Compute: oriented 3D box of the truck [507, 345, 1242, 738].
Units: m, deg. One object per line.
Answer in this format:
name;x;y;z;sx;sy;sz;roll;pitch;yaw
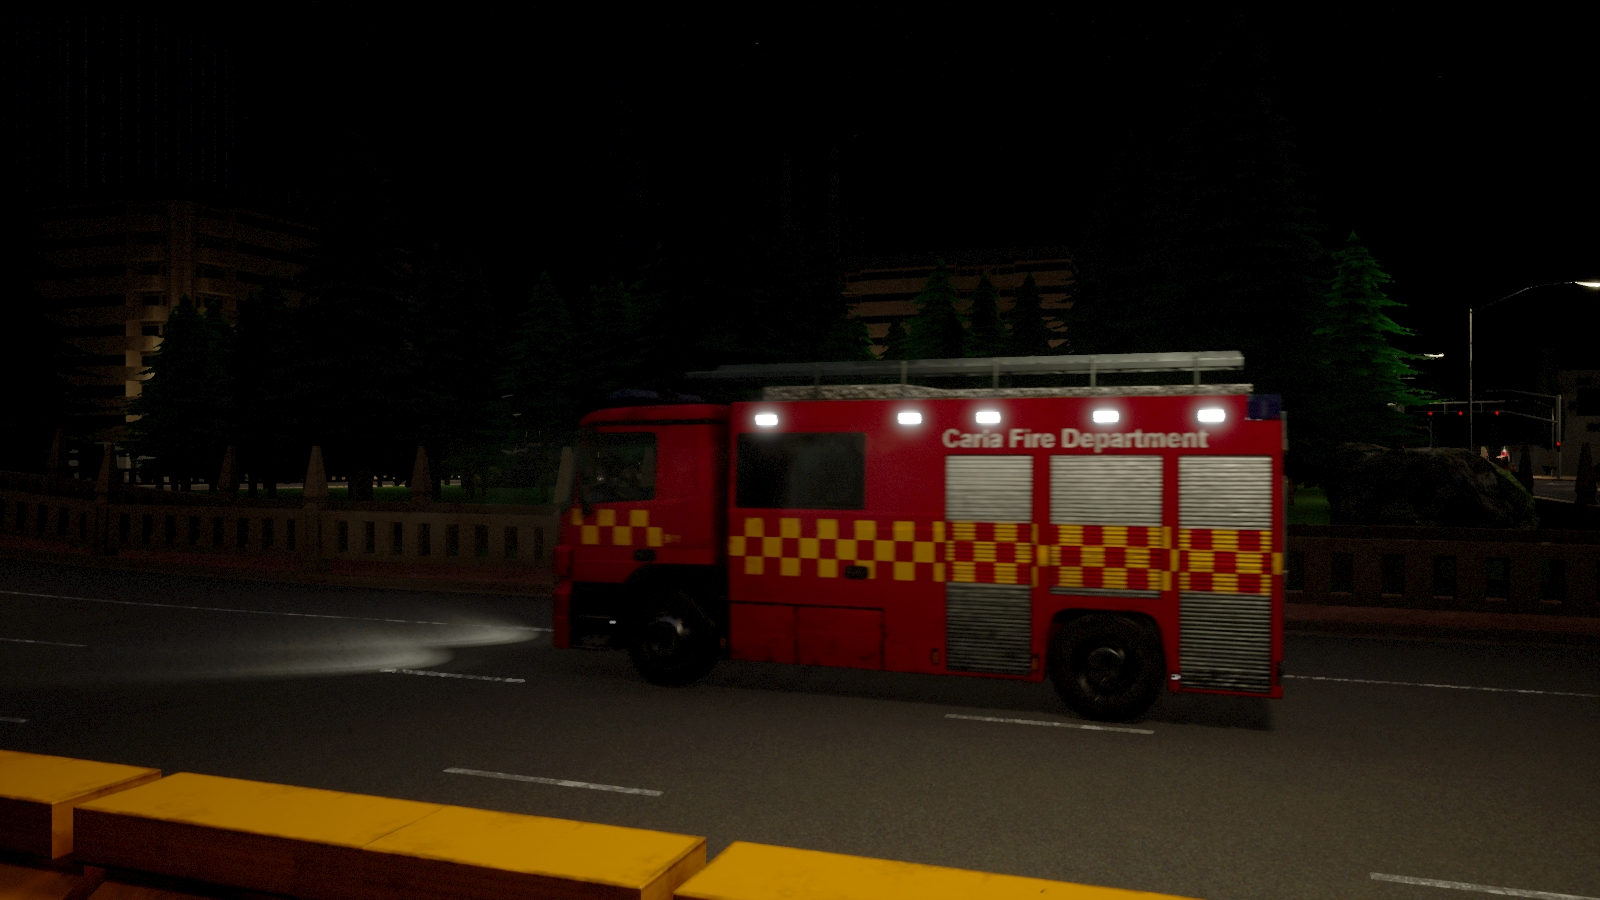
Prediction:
truck;0.852;0.891;13.967;8.468;3.827;2.891;0;0;21
